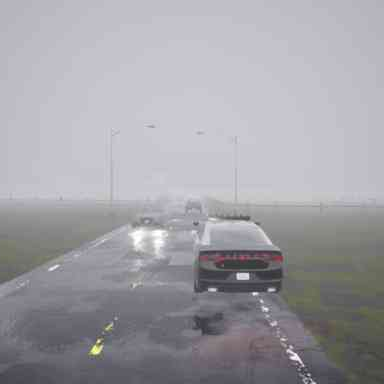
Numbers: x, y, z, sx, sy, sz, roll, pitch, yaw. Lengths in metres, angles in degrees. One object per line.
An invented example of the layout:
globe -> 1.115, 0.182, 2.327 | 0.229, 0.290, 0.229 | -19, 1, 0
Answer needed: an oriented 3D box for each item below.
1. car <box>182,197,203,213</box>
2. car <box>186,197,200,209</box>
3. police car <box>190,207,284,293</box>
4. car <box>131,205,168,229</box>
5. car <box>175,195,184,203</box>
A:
car -> 0.197, 1.499, 37.228 | 1.837, 1.490, 4.892 | 0, 0, 0
car -> 0.186, 1.516, 47.397 | 1.812, 1.442, 4.674 | 0, 0, 1
police car -> 0.992, 1.426, 9.009 | 1.930, 1.638, 5.238 | 0, 0, 0
car -> -2.678, 1.563, 21.678 | 1.994, 1.385, 4.181 | 0, 0, 0
car -> -2.512, 1.482, 71.075 | 1.837, 1.490, 4.892 | 0, 0, 0
